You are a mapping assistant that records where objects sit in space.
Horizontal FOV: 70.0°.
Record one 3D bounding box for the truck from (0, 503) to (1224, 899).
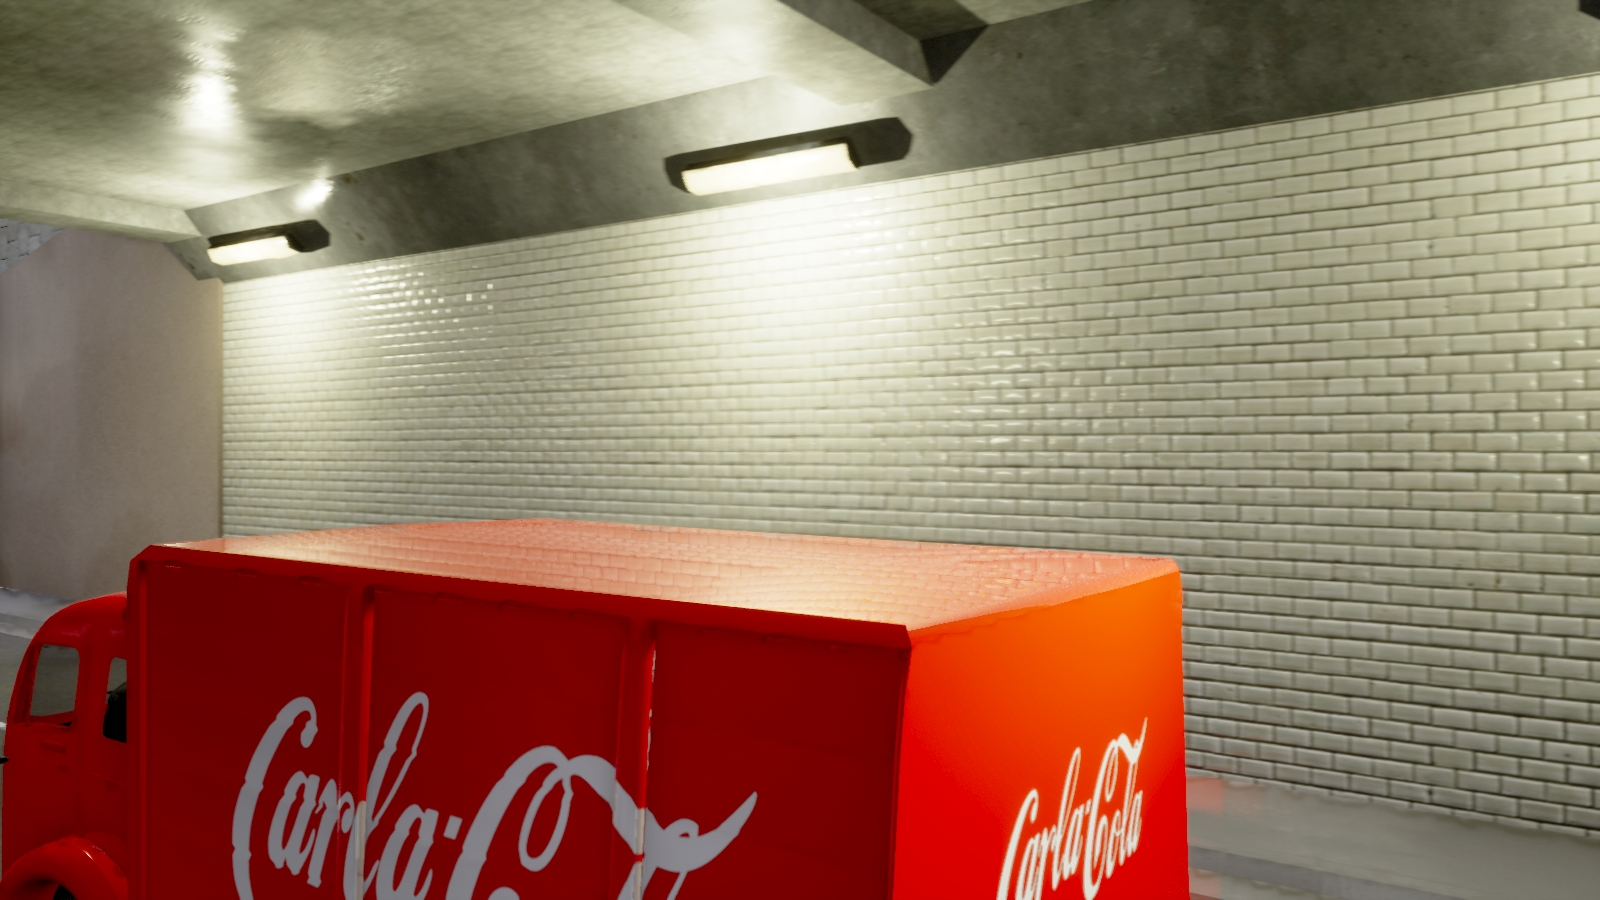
[{"bbox_3d":[-1.296,1.568,4.691,5.204,2.467,2.627,0,0,35],"label":"truck"}]
